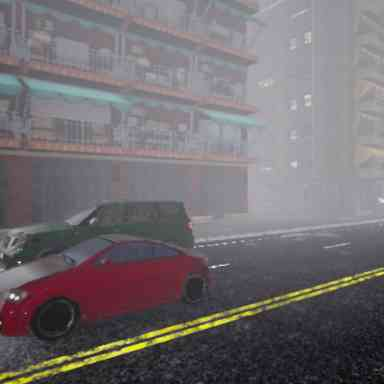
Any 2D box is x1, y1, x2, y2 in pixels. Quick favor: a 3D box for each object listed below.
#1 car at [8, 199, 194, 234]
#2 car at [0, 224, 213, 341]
[{"bbox_3d":[-2.491,1.235,9.926,5.566,2.045,2.150,0,0,-36],"label":"car"},{"bbox_3d":[-1.616,1.573,6.560,4.181,1.385,1.994,0,0,-36],"label":"car"}]
